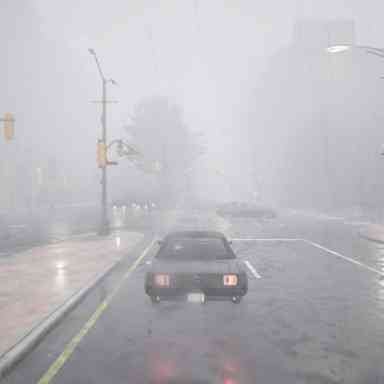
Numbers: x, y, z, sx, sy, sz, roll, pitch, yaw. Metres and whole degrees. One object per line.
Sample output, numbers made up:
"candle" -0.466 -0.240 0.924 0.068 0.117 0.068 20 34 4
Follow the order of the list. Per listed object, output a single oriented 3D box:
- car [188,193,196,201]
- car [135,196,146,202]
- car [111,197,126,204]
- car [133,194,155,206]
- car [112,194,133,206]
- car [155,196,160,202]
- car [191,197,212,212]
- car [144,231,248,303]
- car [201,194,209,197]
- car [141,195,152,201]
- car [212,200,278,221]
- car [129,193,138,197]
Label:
"car" 0.018 1.218 86.464 2.150 2.045 5.566 0 0 0
"car" -11.484 1.552 74.412 1.994 1.385 4.181 0 0 0
"car" -14.735 1.595 66.823 1.895 1.301 4.718 0 0 0
"car" -8.076 1.547 56.514 2.033 1.411 5.357 0 0 0
"car" -11.576 1.525 55.116 1.812 1.442 4.674 0 0 0
"car" -8.016 1.564 65.750 1.994 1.385 4.181 0 0 1
"car" 2.109 1.600 39.425 1.895 1.301 4.718 0 0 29
"car" 0.076 1.601 8.166 1.895 1.301 4.718 0 0 0
"car" 3.518 1.519 86.850 2.128 1.511 4.902 0 0 0
"car" -11.482 1.525 84.646 2.128 1.511 4.902 0 0 0
"car" 4.294 1.491 26.388 4.902 1.511 2.128 0 0 0
"car" -11.524 1.221 64.528 2.150 2.045 5.566 0 0 1
